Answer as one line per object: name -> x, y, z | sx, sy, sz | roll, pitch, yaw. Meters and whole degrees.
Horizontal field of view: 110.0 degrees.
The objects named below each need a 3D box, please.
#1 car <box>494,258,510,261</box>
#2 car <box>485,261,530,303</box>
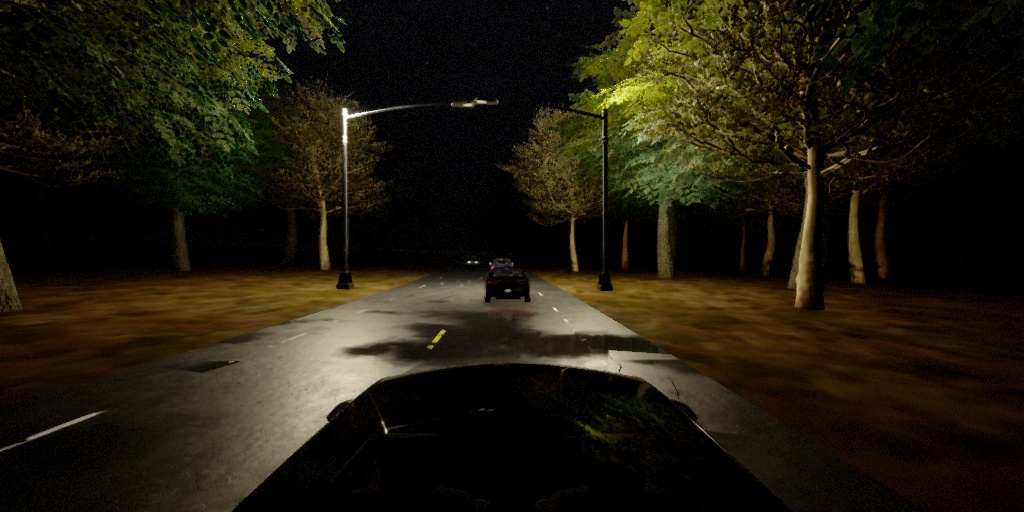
car -> -0.909, 0.966, 31.615 | 2.097, 1.767, 4.553 | 0, 0, -3
car -> -0.234, 1.200, 16.606 | 1.882, 1.535, 5.008 | 0, 0, -2
